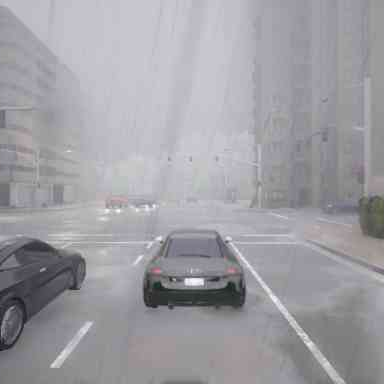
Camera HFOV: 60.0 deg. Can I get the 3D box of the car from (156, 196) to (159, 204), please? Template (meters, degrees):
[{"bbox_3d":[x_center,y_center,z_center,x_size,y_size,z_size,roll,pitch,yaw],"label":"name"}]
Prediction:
[{"bbox_3d":[-7.195,1.491,60.650,2.128,1.511,4.902,0,0,0],"label":"car"}]

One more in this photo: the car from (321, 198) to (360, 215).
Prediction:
[{"bbox_3d":[15.514,1.352,33.678,4.553,1.767,2.097,0,0,1],"label":"car"}]

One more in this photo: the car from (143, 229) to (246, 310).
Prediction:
[{"bbox_3d":[0.050,1.564,7.912,1.994,1.385,4.181,0,0,0],"label":"car"}]

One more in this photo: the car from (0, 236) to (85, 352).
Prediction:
[{"bbox_3d":[-3.459,1.526,6.049,1.812,1.442,4.674,0,0,0],"label":"car"}]

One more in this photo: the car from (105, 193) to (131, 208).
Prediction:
[{"bbox_3d":[-10.699,1.221,47.494,2.150,2.045,5.566,0,0,0],"label":"car"}]

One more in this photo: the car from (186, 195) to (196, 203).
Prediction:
[{"bbox_3d":[-0.152,1.355,72.555,2.097,1.767,4.553,0,0,0],"label":"car"}]

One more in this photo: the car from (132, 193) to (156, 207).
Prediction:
[{"bbox_3d":[-7.204,1.221,50.626,2.150,2.045,5.566,0,0,0],"label":"car"}]

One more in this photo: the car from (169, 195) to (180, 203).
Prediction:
[{"bbox_3d":[-3.548,1.352,67.503,2.097,1.767,4.553,0,0,0],"label":"car"}]
